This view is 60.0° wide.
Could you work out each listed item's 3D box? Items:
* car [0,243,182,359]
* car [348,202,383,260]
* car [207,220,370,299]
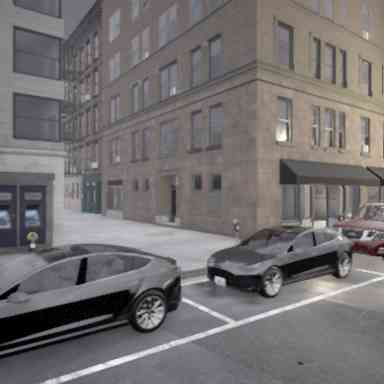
[{"bbox_3d":[-2.161,1.563,5.221,4.313,1.339,1.947,0,0,-36],"label":"car"},{"bbox_3d":[6.927,1.290,11.717,5.009,1.841,2.192,0,0,-36],"label":"car"},{"bbox_3d":[2.383,1.552,8.471,4.313,1.339,1.947,0,0,-36],"label":"car"}]
